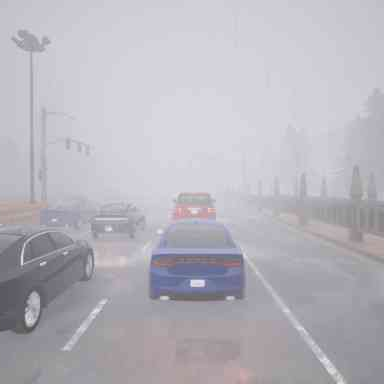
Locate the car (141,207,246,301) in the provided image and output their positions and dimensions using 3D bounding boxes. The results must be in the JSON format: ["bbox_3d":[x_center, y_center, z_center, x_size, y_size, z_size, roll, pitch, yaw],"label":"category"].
[{"bbox_3d":[0.100,1.383,8.202,1.882,1.535,5.008,0,1,0],"label":"car"}]

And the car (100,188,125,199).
[{"bbox_3d":[-13.908,0.358,58.352,2.150,2.045,5.566,0,2,0],"label":"car"}]

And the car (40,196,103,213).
[{"bbox_3d":[-6.872,1.218,19.070,1.882,1.535,5.008,0,1,0],"label":"car"}]

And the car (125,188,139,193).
[{"bbox_3d":[-13.777,0.142,73.313,2.150,2.045,5.566,0,1,0],"label":"car"}]

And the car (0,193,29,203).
[{"bbox_3d":[-24.716,0.839,44.849,4.902,1.511,2.128,-1,2,-44],"label":"car"}]

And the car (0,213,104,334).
[{"bbox_3d":[-3.402,1.434,6.615,1.837,1.490,4.892,0,1,0],"label":"car"}]

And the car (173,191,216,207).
[{"bbox_3d":[0.121,0.977,18.071,2.150,2.045,5.566,0,1,0],"label":"car"}]

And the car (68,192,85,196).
[{"bbox_3d":[-13.997,0.989,39.816,1.994,1.385,4.181,0,1,0],"label":"car"}]

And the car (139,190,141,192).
[{"bbox_3d":[-13.720,0.210,89.192,2.033,1.411,5.357,0,1,0],"label":"car"}]

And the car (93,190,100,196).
[{"bbox_3d":[-20.771,0.247,74.926,2.097,1.767,4.553,0,1,0],"label":"car"}]

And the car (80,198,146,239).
[{"bbox_3d":[-3.381,1.279,15.988,2.128,1.511,4.902,0,1,0],"label":"car"}]
